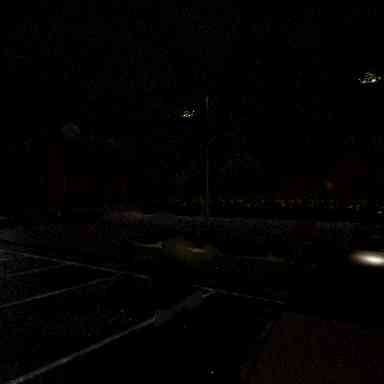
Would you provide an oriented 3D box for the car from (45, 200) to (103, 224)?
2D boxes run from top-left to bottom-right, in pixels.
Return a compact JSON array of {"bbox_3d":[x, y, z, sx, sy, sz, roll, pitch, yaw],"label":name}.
[{"bbox_3d":[-9.771,1.569,27.904,1.932,1.855,4.605,-1,0,36],"label":"car"}]

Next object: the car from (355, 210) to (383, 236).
[{"bbox_3d":[8.558,1.536,14.888,1.784,1.438,3.905,-1,0,36],"label":"car"}]

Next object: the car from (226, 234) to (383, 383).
[{"bbox_3d":[1.993,1.510,3.760,1.816,1.474,4.193,-1,0,36],"label":"car"}]
